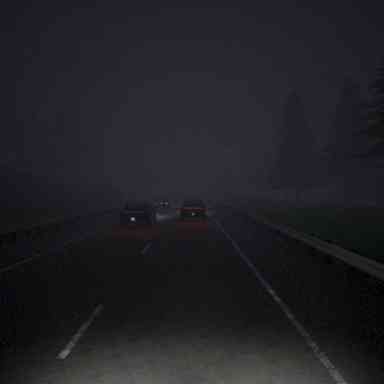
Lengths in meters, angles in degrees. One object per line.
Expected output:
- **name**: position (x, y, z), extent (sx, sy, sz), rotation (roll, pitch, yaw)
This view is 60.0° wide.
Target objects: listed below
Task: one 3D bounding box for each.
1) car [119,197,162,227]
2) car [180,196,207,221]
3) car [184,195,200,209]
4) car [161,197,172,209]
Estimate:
- **car**: position (-3.404, 1.333, 21.598), extent (2.128, 1.511, 4.902), rotation (0, 0, 0)
- **car**: position (0.093, 1.303, 25.493), extent (2.128, 1.511, 4.902), rotation (0, 0, 0)
- **car**: position (0.012, 1.175, 41.238), extent (1.882, 1.535, 5.008), rotation (0, 1, -1)
- **car**: position (-3.451, 1.259, 39.273), extent (2.033, 1.411, 5.357), rotation (0, 0, -1)
